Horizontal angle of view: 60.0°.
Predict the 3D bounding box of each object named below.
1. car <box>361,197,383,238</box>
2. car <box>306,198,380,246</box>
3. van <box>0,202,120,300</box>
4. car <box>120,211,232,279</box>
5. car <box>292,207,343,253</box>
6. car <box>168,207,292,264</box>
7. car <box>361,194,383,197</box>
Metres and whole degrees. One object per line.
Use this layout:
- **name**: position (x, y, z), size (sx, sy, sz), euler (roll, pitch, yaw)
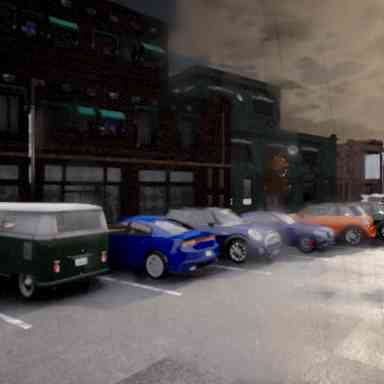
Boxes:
- **car**: position (8.219, 1.301, 16.946), size (4.553, 1.767, 2.185), euler (-1, 0, 35)
- **car**: position (5.772, 1.311, 15.209), size (4.553, 1.767, 2.185), euler (-1, 0, 35)
- **van**: position (-4.143, 1.257, 8.331), size (4.442, 1.987, 1.878), euler (-1, 0, 34)
- **car**: position (-1.593, 1.469, 10.002), size (5.008, 1.535, 2.097), euler (-1, 0, 35)
- **car**: position (3.301, 1.488, 13.493), size (4.674, 1.452, 2.002), euler (-1, -1, 35)
- **car**: position (0.829, 1.333, 11.777), size (4.553, 1.767, 2.185), euler (-1, -1, 34)
- **car**: position (13.119, 1.159, 20.432), size (5.566, 2.045, 2.435), euler (-1, -1, 35)
